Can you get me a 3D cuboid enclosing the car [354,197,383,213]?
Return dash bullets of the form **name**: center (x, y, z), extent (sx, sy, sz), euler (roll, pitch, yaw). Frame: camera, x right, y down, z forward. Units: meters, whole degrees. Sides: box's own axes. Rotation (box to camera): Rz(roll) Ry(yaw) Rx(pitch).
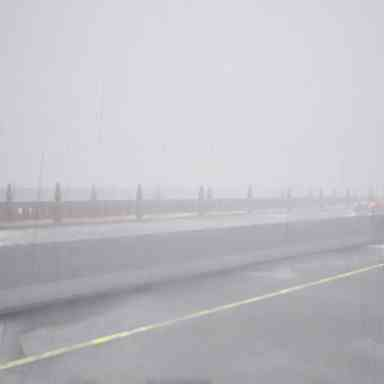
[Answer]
- **car**: center (19.407, 1.328, 35.909), extent (4.553, 1.767, 2.097), euler (0, 0, -37)
